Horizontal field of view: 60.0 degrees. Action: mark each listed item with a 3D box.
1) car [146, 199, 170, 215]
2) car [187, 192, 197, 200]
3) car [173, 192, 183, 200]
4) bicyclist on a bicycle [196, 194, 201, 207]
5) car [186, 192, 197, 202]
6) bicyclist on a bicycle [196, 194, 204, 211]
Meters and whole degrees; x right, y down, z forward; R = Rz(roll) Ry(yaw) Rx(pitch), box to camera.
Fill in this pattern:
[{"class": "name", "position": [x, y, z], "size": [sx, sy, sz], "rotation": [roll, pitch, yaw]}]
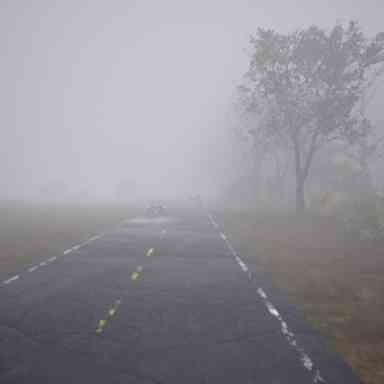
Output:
[{"class": "car", "position": [-3.093, 1.369, 30.900], "size": [1.895, 1.301, 4.718], "rotation": [0, 0, 0]}, {"class": "car", "position": [0.015, 0.784, 76.147], "size": [2.097, 1.767, 4.553], "rotation": [0, 0, 0]}, {"class": "car", "position": [-2.986, 0.798, 72.481], "size": [2.097, 1.767, 4.553], "rotation": [0, 0, 0]}, {"class": "bicyclist on a bicycle", "position": [0.821, 1.129, 42.961], "size": [0.582, 1.620, 1.656], "rotation": [-1, 0, 0]}, {"class": "car", "position": [0.024, 1.074, 60.371], "size": [1.812, 1.442, 4.674], "rotation": [0, 1, 1]}, {"class": "bicyclist on a bicycle", "position": [0.850, 1.175, 34.576], "size": [0.866, 1.612, 1.509], "rotation": [-1, 0, 0]}]
